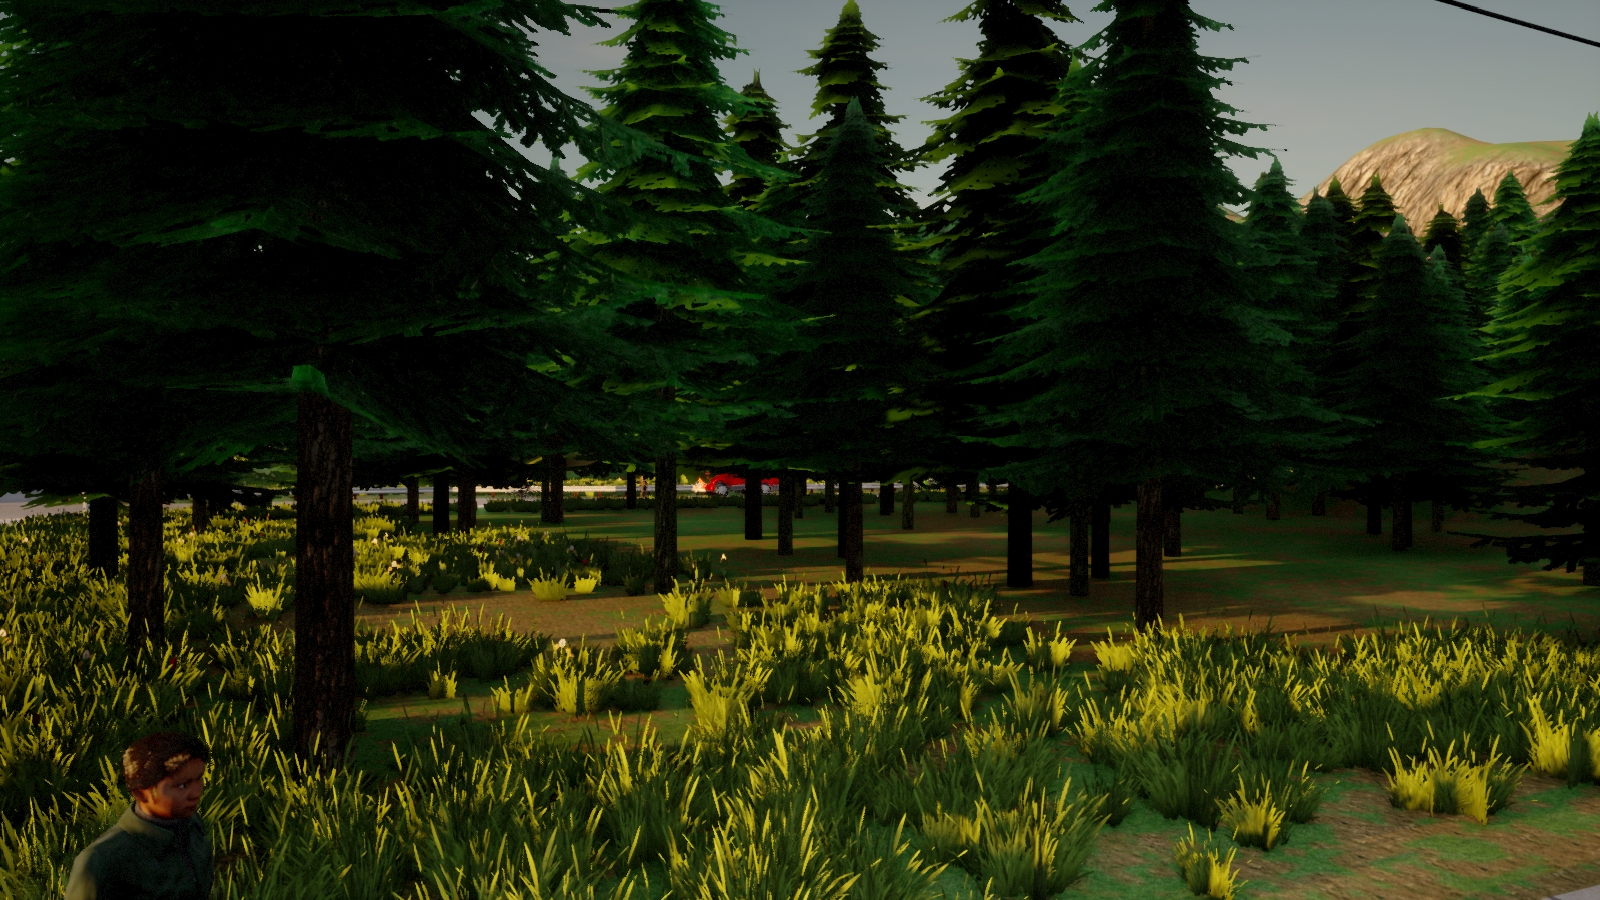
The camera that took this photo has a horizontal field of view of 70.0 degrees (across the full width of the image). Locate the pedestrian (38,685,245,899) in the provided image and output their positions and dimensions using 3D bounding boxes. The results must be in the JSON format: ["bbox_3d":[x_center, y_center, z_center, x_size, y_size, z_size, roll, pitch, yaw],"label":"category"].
[{"bbox_3d":[-1.921,1.663,3.357,0.375,1.860,0.375,0,0,7],"label":"pedestrian"}]
